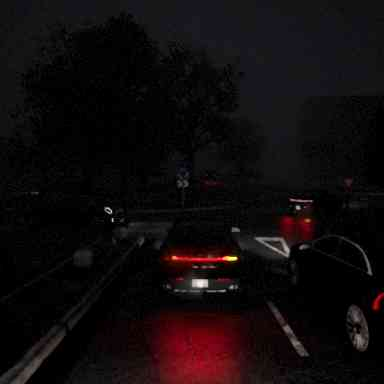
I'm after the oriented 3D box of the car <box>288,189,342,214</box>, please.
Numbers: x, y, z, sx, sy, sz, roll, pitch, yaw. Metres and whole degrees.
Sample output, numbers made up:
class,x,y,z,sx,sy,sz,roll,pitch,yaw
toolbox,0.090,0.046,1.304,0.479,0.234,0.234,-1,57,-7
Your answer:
class,x,y,z,sx,sy,sz,roll,pitch,yaw
car,7.790,0.576,20.829,2.128,1.511,4.902,4,6,44

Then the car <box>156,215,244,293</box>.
class,x,y,z,sx,sy,sz,roll,pitch,yaw
car,0.215,1.365,8.565,1.837,1.490,4.892,0,2,2

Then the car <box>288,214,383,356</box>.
class,x,y,z,sx,sy,sz,roll,pitch,yaw
car,3.156,1.426,5.931,2.128,1.511,4.902,0,1,0

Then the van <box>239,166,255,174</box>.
class,x,y,z,sx,sy,sz,roll,pitch,yaw
van,15.349,-6.184,92.919,4.442,1.987,1.878,1,6,11

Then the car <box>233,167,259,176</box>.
class,x,y,z,sx,sy,sz,roll,pitch,yaw
car,12.493,-4.330,76.966,4.892,1.521,2.231,1,6,9

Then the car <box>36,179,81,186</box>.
class,x,y,z,sx,sy,sz,roll,pitch,yaw
car,-15.972,-0.844,39.924,2.033,1.411,5.357,3,5,35

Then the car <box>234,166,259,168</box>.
class,x,y,z,sx,sy,sz,roll,pitch,yaw
car,12.972,-4.727,79.653,4.553,1.767,2.185,1,6,9

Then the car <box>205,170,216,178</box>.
class,x,y,z,sx,sy,sz,roll,pitch,yaw
car,4.040,-3.878,72.828,1.837,1.490,4.892,1,6,9

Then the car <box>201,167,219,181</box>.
class,x,y,z,sx,sy,sz,roll,pitch,yaw
car,3.408,-3.148,62.494,2.150,2.045,5.566,0,6,0

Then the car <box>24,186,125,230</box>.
class,x,y,z,sx,sy,sz,roll,pitch,yaw
car,-5.639,0.783,16.319,4.553,1.767,2.097,0,4,6

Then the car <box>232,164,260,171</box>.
class,x,y,z,sx,sy,sz,roll,pitch,yaw
car,13.848,-5.396,85.045,5.566,2.045,2.435,1,6,10

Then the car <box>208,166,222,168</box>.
class,x,y,z,sx,sy,sz,roll,pitch,yaw
car,5.467,-4.967,82.276,2.097,1.767,4.553,1,6,9
